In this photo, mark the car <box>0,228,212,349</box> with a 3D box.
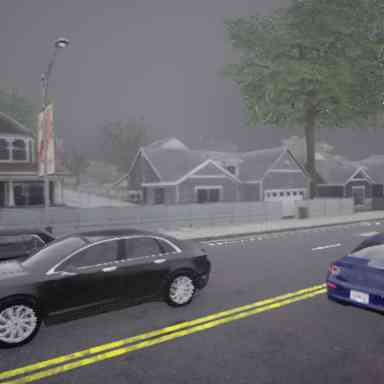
[{"bbox_3d":[-1.849,1.506,6.359,4.892,1.490,1.837,0,0,-36],"label":"car"}]

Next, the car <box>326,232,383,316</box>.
[{"bbox_3d":[4.571,1.518,6.700,4.674,1.442,1.812,0,0,-36],"label":"car"}]

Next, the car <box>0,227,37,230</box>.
[{"bbox_3d":[-4.781,1.602,8.261,4.718,1.301,1.895,0,0,-36],"label":"car"}]
